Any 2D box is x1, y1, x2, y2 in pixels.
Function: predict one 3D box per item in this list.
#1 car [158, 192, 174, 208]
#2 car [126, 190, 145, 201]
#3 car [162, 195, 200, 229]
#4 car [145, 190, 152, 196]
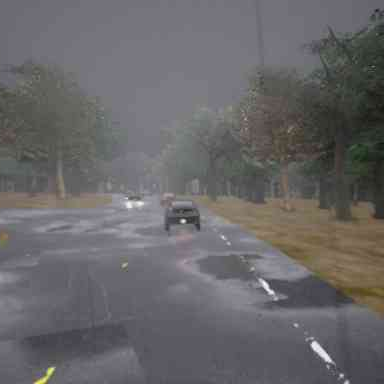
[{"bbox_3d":[-2.781,0.776,38.446,1.812,1.442,4.674,-1,1,-10],"label":"car"},{"bbox_3d":[-8.407,0.663,48.991,1.895,1.301,4.718,0,1,-11],"label":"car"},{"bbox_3d":[-0.615,1.153,18.677,1.837,1.490,4.892,-1,1,-4],"label":"car"},{"bbox_3d":[-9.542,0.210,69.044,1.994,1.385,4.181,-1,1,-17],"label":"car"}]
